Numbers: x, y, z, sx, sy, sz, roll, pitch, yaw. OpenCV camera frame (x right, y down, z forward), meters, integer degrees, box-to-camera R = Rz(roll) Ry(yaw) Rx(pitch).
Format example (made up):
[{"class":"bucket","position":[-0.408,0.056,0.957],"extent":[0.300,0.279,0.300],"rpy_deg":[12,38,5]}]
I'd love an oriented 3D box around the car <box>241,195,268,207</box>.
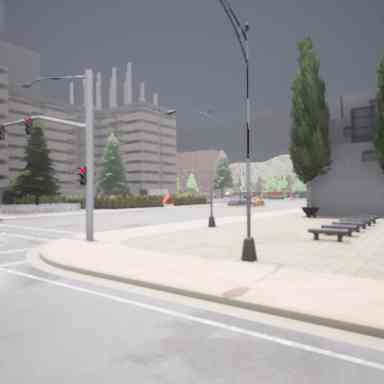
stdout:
[{"class":"car","position":[10.788,1.717,57.171],"extent":[1.882,1.535,5.008],"rpy_deg":[-1,-1,36]}]

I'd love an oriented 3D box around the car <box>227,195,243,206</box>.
[{"class":"car","position":[7.994,1.799,59.277],"extent":[1.812,1.442,4.674],"rpy_deg":[-1,-1,36]}]
